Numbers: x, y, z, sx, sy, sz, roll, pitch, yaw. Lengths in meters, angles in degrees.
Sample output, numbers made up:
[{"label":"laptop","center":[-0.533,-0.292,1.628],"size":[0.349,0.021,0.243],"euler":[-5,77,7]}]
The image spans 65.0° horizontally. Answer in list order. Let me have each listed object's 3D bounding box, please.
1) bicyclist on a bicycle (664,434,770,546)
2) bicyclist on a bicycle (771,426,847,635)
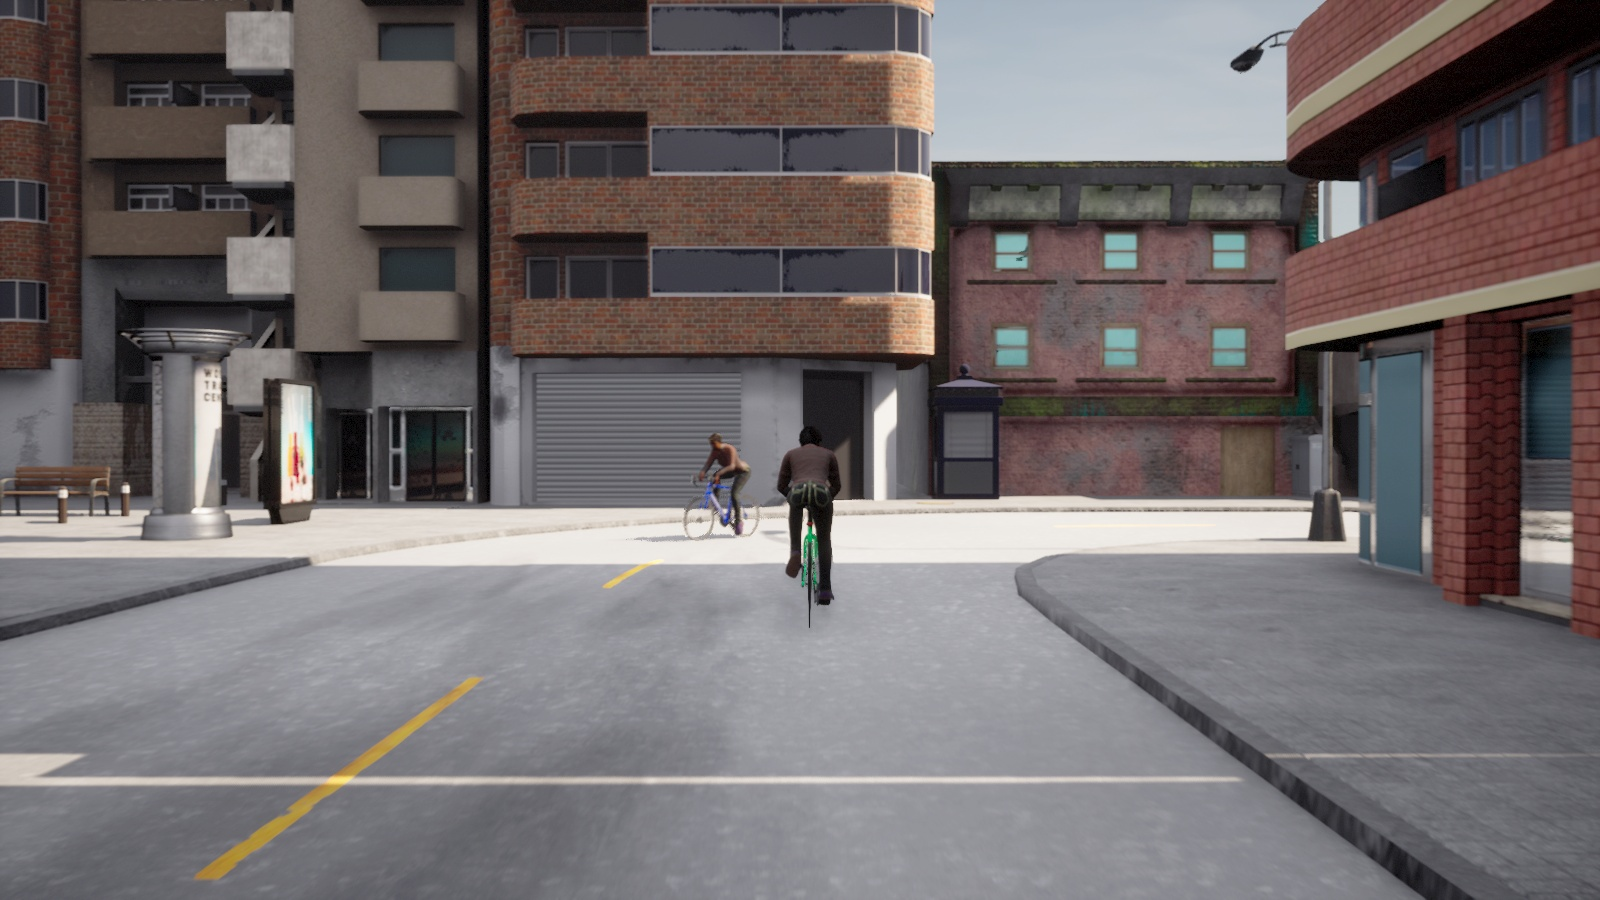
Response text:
[{"label":"bicyclist on a bicycle","center":[-1.240,0.571,18.975],"size":[0.582,1.620,1.656],"euler":[2,2,41]},{"label":"bicyclist on a bicycle","center":[0.084,0.627,10.580],"size":[0.582,1.620,1.656],"euler":[0,0,1]}]
